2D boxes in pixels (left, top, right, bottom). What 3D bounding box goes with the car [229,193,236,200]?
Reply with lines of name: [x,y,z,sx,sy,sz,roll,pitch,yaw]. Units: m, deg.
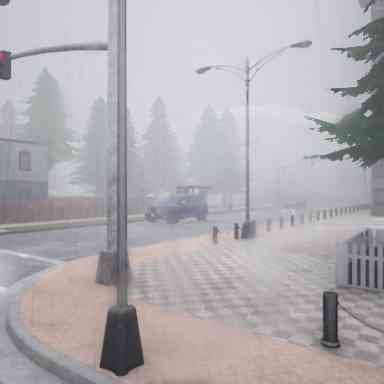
car: [10.540,1.137,79.228,1.905,1.878,3.866,0,0,36]

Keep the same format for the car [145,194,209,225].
car: [-0.965,1.202,24.505,2.150,2.045,5.566,0,0,37]

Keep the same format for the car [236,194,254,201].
car: [12.805,1.135,78.069,1.932,1.855,4.605,0,0,36]

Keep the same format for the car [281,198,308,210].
car: [13.508,1.529,43.416,2.033,1.411,5.357,0,0,37]
